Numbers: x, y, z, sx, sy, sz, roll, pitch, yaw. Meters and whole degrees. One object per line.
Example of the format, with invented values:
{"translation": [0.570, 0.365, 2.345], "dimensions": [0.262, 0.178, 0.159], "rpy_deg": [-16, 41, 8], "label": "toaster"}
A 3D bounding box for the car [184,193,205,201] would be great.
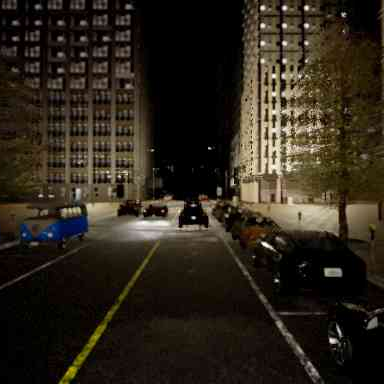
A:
{"translation": [0.104, 1.350, 38.614], "dimensions": [2.097, 1.767, 4.553], "rpy_deg": [0, 0, 0], "label": "car"}

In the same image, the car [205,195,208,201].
{"translation": [2.799, 1.382, 80.362], "dimensions": [1.967, 1.590, 4.097], "rpy_deg": [0, 0, 0], "label": "car"}

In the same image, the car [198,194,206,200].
{"translation": [2.705, 1.354, 91.730], "dimensions": [1.967, 1.590, 4.097], "rpy_deg": [0, 0, 0], "label": "car"}

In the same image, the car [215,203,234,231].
{"translation": [2.695, 1.556, 19.763], "dimensions": [2.008, 1.369, 4.403], "rpy_deg": [0, 0, 0], "label": "car"}

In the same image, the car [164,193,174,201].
{"translation": [-5.772, 1.382, 80.364], "dimensions": [1.967, 1.590, 4.097], "rpy_deg": [0, 0, 0], "label": "car"}

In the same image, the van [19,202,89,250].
{"translation": [-5.686, 1.347, 14.095], "dimensions": [1.690, 1.788, 3.998], "rpy_deg": [0, 0, 0], "label": "van"}

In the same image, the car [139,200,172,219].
{"translation": [-3.044, 1.604, 28.873], "dimensions": [1.895, 1.301, 4.718], "rpy_deg": [0, 0, 0], "label": "car"}

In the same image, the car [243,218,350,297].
{"translation": [2.693, 1.570, 8.426], "dimensions": [1.947, 1.339, 4.313], "rpy_deg": [0, 0, 0], "label": "car"}

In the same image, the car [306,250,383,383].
{"translation": [2.692, 1.567, 2.758], "dimensions": [1.947, 1.339, 4.313], "rpy_deg": [0, 0, 0], "label": "car"}

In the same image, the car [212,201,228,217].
{"translation": [2.695, 1.530, 25.604], "dimensions": [1.752, 1.417, 4.829], "rpy_deg": [0, 0, 0], "label": "car"}

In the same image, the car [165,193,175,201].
{"translation": [-5.705, 1.244, 86.050], "dimensions": [2.192, 1.841, 5.009], "rpy_deg": [0, 0, 0], "label": "car"}

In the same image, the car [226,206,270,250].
{"translation": [2.694, 1.531, 14.266], "dimensions": [1.752, 1.417, 4.829], "rpy_deg": [0, 0, 0], "label": "car"}

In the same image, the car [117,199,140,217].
{"translation": [-5.684, 1.443, 31.101], "dimensions": [1.967, 1.590, 4.097], "rpy_deg": [0, 0, 0], "label": "car"}

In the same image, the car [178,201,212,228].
{"translation": [0.103, 1.570, 22.536], "dimensions": [1.994, 1.385, 4.181], "rpy_deg": [0, 0, 0], "label": "car"}
